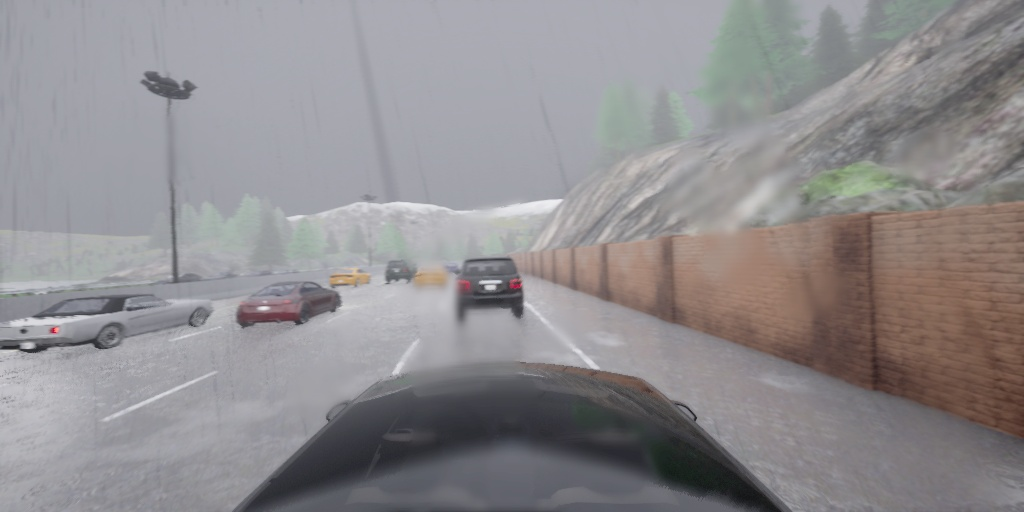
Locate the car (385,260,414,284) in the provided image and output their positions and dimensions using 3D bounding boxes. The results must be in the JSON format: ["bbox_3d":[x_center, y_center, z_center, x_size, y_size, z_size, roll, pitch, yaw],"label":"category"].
[{"bbox_3d":[-9.727,1.364,32.073,2.150,2.045,5.566,-2,0,-5],"label":"car"}]

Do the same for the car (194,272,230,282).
[{"bbox_3d":[-31.576,2.460,39.025,1.994,1.385,4.181,-2,0,-5],"label":"car"}]

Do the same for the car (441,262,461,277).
[{"bbox_3d":[-7.227,1.559,42.720,1.882,1.535,5.008,-2,0,-5],"label":"car"}]

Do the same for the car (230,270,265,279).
[{"bbox_3d":[-28.132,2.328,39.821,2.033,1.411,5.357,-2,0,-5],"label":"car"}]

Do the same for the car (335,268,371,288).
[{"bbox_3d":[-12.934,1.722,28.969,1.882,1.535,5.008,-2,0,-6],"label":"car"}]

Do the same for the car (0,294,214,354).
[{"bbox_3d":[-11.139,1.745,10.307,1.895,1.301,4.718,-2,0,-5],"label":"car"}]

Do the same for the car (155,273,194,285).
[{"bbox_3d":[-34.993,2.533,37.918,1.812,1.442,4.674,-2,0,-5],"label":"car"}]

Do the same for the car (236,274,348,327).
[{"bbox_3d":[-7.895,1.604,13.104,1.994,1.385,4.181,-2,0,-5],"label":"car"}]

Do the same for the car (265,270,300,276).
[{"bbox_3d":[-24.596,2.225,39.512,1.994,1.385,4.181,-2,0,-5],"label":"car"}]

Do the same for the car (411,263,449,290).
[{"bbox_3d":[-5.573,1.466,25.502,1.882,1.535,5.008,-2,0,-5],"label":"car"}]

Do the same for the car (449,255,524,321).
[{"bbox_3d":[-0.882,1.025,13.146,2.150,2.045,5.566,-2,0,-5],"label":"car"}]
